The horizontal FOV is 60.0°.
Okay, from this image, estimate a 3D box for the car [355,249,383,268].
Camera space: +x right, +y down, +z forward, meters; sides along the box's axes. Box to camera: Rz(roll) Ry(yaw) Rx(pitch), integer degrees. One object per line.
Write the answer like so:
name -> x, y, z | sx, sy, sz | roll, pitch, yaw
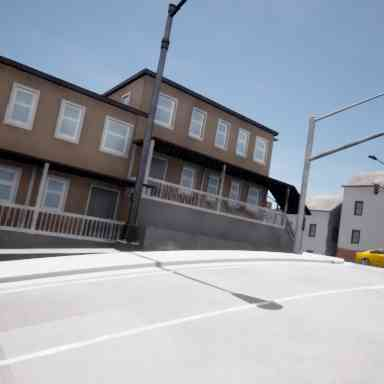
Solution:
car -> 14.289, 4.879, 23.767 | 1.882, 1.535, 5.008 | 13, -12, -28
